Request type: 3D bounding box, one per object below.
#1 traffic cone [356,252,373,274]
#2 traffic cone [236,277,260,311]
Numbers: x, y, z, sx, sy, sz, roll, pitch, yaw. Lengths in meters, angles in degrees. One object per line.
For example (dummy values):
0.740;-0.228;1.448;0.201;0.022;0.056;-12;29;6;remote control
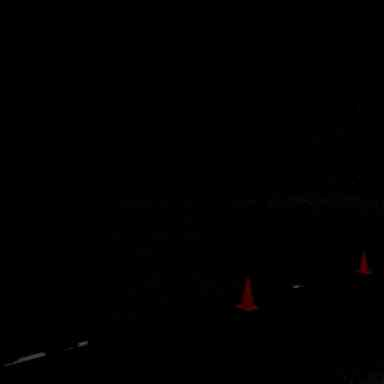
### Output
4.987;2.033;9.629;0.340;0.580;0.340;1;0;-39;traffic cone
1.109;1.989;6.591;0.340;0.580;0.340;1;0;-37;traffic cone
